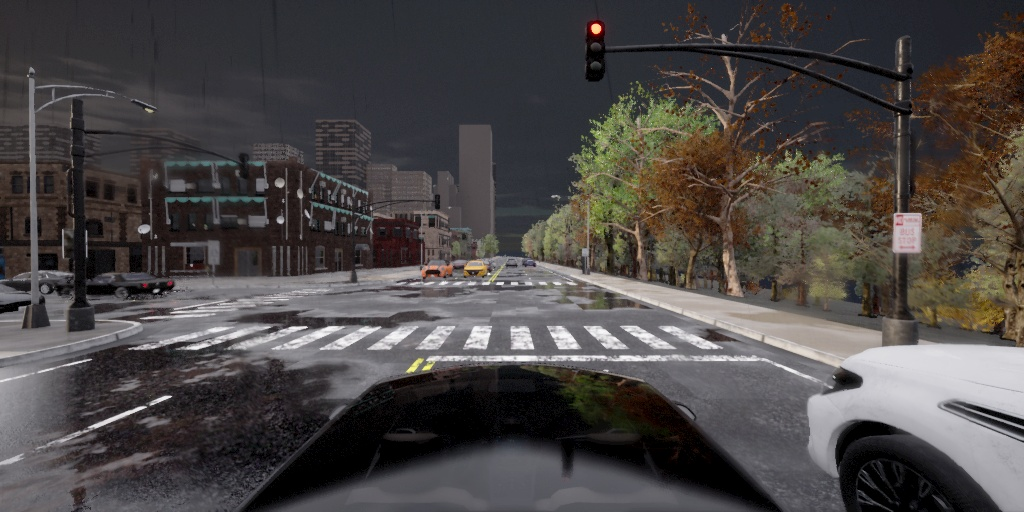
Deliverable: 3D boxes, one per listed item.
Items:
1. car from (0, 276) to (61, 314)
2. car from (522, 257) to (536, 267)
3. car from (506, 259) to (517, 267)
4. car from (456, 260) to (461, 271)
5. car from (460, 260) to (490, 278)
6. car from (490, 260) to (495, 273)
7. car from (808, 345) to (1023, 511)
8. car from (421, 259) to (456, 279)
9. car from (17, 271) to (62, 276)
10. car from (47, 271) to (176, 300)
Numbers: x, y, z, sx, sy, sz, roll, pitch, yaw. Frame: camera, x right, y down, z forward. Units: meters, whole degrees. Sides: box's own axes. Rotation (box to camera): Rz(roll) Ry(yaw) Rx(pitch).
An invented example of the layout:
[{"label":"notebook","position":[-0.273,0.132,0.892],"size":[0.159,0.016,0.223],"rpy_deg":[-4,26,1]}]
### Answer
[{"label":"car","position":[-19.970,1.564,13.099],"size":[4.313,1.339,1.948],"rpy_deg":[0,0,0]},{"label":"car","position":[3.219,1.252,64.046],"size":[1.812,1.442,4.674],"rpy_deg":[0,0,0]},{"label":"car","position":[-0.039,1.290,64.077],"size":[1.994,1.385,4.181],"rpy_deg":[0,0,0]},{"label":"car","position":[-6.691,1.212,46.496],"size":[1.882,1.535,5.008],"rpy_deg":[0,0,0]},{"label":"car","position":[-3.418,1.217,34.092],"size":[1.882,1.535,5.008],"rpy_deg":[0,0,0]},{"label":"car","position":[-3.440,1.261,43.984],"size":[1.812,1.442,4.674],"rpy_deg":[0,0,0]},{"label":"car","position":[3.356,0.972,0.343],"size":[2.150,2.045,5.566],"rpy_deg":[0,0,0]},{"label":"car","position":[-6.665,1.093,32.296],"size":[2.097,1.767,4.553],"rpy_deg":[0,0,0]},{"label":"car","position":[-28.321,1.559,21.594],"size":[4.403,1.370,2.007],"rpy_deg":[0,0,0]},{"label":"car","position":[-20.736,1.551,18.792],"size":[4.718,1.301,1.895],"rpy_deg":[-1,1,3]}]
